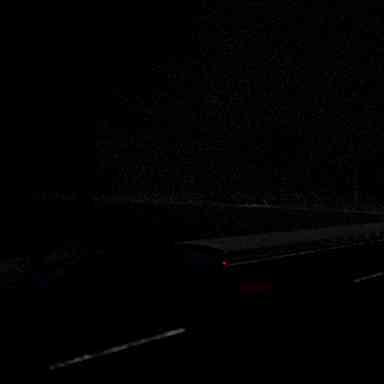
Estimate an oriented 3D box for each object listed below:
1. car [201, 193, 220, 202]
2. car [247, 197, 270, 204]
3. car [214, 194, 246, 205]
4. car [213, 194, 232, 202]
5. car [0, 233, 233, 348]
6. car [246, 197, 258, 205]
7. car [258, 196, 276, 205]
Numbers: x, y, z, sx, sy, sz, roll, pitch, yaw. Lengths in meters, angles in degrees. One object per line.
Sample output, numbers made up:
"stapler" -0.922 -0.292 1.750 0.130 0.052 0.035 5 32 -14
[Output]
"car" 4.436 1.186 76.130 2.150 2.045 5.566 0 0 -36
"car" 13.694 1.686 68.909 1.812 1.442 4.674 0 0 -36
"car" 6.992 1.606 61.452 2.128 1.511 4.902 0 0 -35
"car" 7.100 1.337 77.991 2.097 1.767 4.553 0 0 -36
"car" -1.679 1.558 6.477 5.357 1.411 2.033 0 0 -35
"car" 9.659 1.660 63.333 1.812 1.442 4.674 0 0 -35
"car" 13.637 1.512 63.462 2.097 1.767 4.553 0 0 -36
